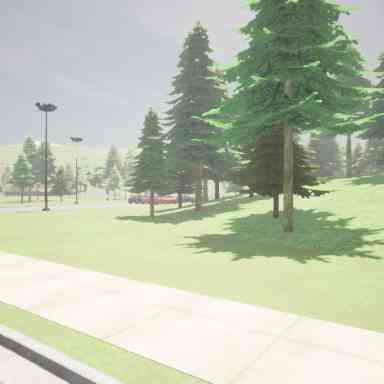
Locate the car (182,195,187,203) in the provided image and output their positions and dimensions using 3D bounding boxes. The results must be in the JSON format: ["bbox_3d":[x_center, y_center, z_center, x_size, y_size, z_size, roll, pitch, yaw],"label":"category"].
[{"bbox_3d":[-1.578,1.352,69.406,2.097,1.767,4.553,0,0,36],"label":"car"}]

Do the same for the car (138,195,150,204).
[{"bbox_3d":[-7.226,1.352,61.608,2.097,1.767,4.553,0,0,37],"label":"car"}]

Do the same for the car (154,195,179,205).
[{"bbox_3d":[-4.525,1.352,59.372,2.097,1.767,4.553,0,0,37],"label":"car"}]

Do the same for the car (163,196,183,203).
[{"bbox_3d":[-4.092,1.554,71.876,1.994,1.385,4.181,0,0,36],"label":"car"}]

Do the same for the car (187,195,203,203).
[{"bbox_3d":[1.509,1.564,67.696,1.994,1.385,4.181,0,0,36],"label":"car"}]

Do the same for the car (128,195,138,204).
[{"bbox_3d":[-9.988,1.352,63.682,2.097,1.767,4.553,0,0,37],"label":"car"}]
